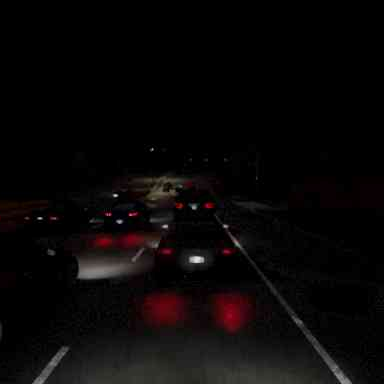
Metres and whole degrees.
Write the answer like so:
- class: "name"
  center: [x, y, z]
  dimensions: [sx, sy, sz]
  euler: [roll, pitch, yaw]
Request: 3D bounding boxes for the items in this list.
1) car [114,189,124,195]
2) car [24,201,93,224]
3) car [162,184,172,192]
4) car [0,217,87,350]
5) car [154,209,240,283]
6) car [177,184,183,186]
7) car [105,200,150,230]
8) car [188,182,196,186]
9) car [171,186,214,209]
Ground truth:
- class: "car"
  center: [-17.522, -0.064, 80.362]
  dimensions: [1.895, 1.301, 4.718]
  euler: [0, 2, 0]
- class: "car"
  center: [-6.892, 1.198, 17.582]
  dimensions: [2.033, 1.411, 5.357]
  euler: [0, 1, 0]
- class: "car"
  center: [-7.070, -0.697, 89.733]
  dimensions: [1.812, 1.442, 4.674]
  euler: [0, 4, 0]
- class: "car"
  center: [-3.399, 1.417, 5.397]
  dimensions: [1.812, 1.442, 4.674]
  euler: [0, 1, 0]
- class: "car"
  center: [0.104, 1.382, 9.145]
  dimensions: [1.994, 1.385, 4.181]
  euler: [0, 1, 0]
- class: "car"
  center: [-3.570, -0.697, 89.751]
  dimensions: [1.812, 1.442, 4.674]
  euler: [0, 4, 0]
- class: "car"
  center: [-3.393, 1.170, 17.959]
  dimensions: [1.812, 1.442, 4.674]
  euler: [0, 1, 0]
- class: "car"
  center: [-0.068, -0.966, 89.360]
  dimensions: [2.150, 2.045, 5.566]
  euler: [0, 4, 0]
- class: "car"
  center: [0.108, 0.832, 19.668]
  dimensions: [2.150, 2.045, 5.566]
  euler: [0, 1, 0]
